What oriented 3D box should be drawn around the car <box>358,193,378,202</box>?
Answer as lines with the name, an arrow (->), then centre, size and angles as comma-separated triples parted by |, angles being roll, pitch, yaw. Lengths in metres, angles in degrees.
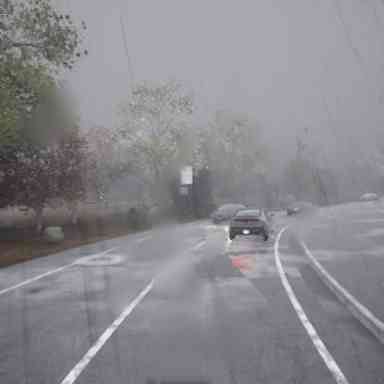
car -> 30.605, 0.966, 57.720 | 4.674, 1.442, 1.812 | -3, -2, -40

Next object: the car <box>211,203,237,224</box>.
car -> 3.043, 1.685, 26.341 | 1.837, 1.490, 4.892 | -3, -1, 26

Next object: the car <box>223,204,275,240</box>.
car -> 3.166, 1.555, 17.341 | 1.837, 1.490, 4.892 | -2, -1, 17

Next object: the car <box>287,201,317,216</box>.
car -> 11.000, 1.603, 33.263 | 1.994, 1.385, 4.181 | -3, -2, 34
